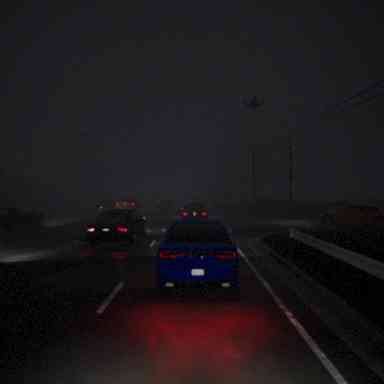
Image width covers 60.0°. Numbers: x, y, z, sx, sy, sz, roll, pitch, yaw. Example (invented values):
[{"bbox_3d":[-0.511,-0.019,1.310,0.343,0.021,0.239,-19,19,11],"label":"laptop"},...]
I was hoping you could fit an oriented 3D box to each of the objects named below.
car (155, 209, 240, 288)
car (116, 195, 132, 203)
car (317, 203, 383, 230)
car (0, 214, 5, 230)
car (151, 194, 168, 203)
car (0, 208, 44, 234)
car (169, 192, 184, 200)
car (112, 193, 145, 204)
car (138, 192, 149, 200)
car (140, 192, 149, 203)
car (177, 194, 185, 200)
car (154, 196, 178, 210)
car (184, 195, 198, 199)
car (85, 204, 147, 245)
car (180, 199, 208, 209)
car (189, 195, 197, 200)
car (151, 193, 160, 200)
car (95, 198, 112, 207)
[{"bbox_3d":[0.134,1.463,9.207,1.882,1.535,5.008,0,0,0],"label":"car"},{"bbox_3d":[-13.649,1.443,67.209,2.033,1.411,5.357,0,0,0],"label":"car"},{"bbox_3d":[10.524,1.445,20.973,5.008,1.535,1.882,0,0,41],"label":"car"},{"bbox_3d":[-6.869,1.513,8.124,1.812,1.442,4.674,0,0,0],"label":"car"},{"bbox_3d":[-6.649,1.248,67.167,2.097,1.767,4.553,0,0,0],"label":"car"},{"bbox_3d":[-10.329,1.571,19.070,1.895,1.301,4.718,0,0,0],"label":"car"},{"bbox_3d":[-3.209,1.114,71.070,2.150,2.045,5.566,0,0,0],"label":"car"},{"bbox_3d":[-6.766,1.296,35.852,2.097,1.767,4.553,0,0,0],"label":"car"},{"bbox_3d":[-13.651,1.081,93.287,2.150,2.045,5.566,0,0,0],"label":"car"},{"bbox_3d":[-10.140,1.245,69.144,2.097,1.767,4.553,0,0,0],"label":"car"},{"bbox_3d":[-3.148,1.407,93.865,1.994,1.385,4.181,0,0,0],"label":"car"},{"bbox_3d":[-3.243,1.499,41.772,1.994,1.385,4.181,0,0,0],"label":"car"},{"bbox_3d":[0.283,1.467,51.922,2.033,1.411,5.357,0,0,0],"label":"car"},{"bbox_3d":[-3.343,1.523,15.498,2.033,1.411,5.357,0,0,0],"label":"car"},{"bbox_3d":[0.190,1.509,24.765,2.033,1.411,5.357,0,0,0],"label":"car"},{"bbox_3d":[0.323,1.461,86.291,1.895,1.301,4.718,0,0,0],"label":"car"},{"bbox_3d":[-10.150,1.210,93.543,2.097,1.767,4.553,0,0,0],"label":"car"},{"bbox_3d":[-10.250,1.444,40.060,1.837,1.490,4.892,0,0,0],"label":"car"}]
